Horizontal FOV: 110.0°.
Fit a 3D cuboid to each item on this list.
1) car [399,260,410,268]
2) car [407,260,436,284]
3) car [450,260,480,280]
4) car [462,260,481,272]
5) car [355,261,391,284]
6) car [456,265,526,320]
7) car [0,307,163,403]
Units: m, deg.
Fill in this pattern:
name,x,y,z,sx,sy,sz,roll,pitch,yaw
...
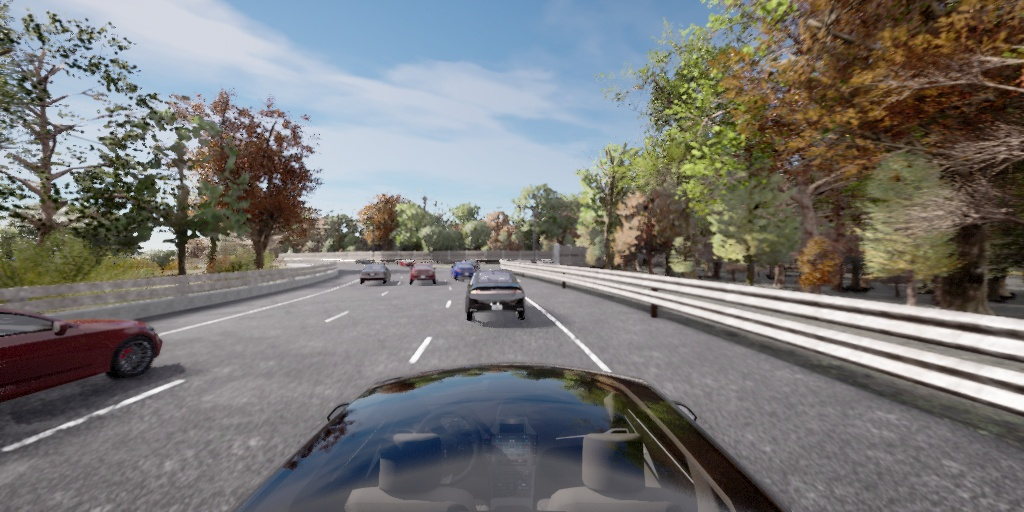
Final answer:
name,x,y,z,sx,sy,sz,roll,pitch,yaw
car,-18.189,1.376,62.425,1.895,1.301,4.718,0,0,-33
car,-6.767,1.283,27.262,1.812,1.442,4.674,0,0,-14
car,-4.245,1.272,30.969,1.812,1.442,4.674,0,0,-15
car,-5.267,1.266,47.617,1.812,1.442,4.674,0,0,2
car,-10.291,1.317,27.201,2.033,1.411,5.357,0,0,-15
car,-0.655,1.237,12.557,2.128,1.511,4.902,0,0,-5
car,-7.084,1.298,4.361,1.812,1.442,4.674,0,0,-1
